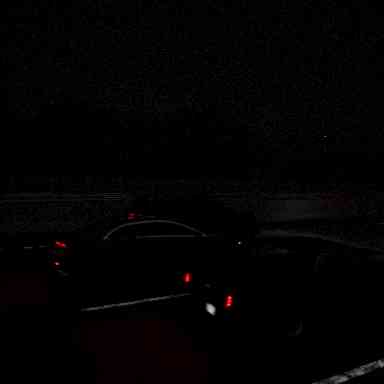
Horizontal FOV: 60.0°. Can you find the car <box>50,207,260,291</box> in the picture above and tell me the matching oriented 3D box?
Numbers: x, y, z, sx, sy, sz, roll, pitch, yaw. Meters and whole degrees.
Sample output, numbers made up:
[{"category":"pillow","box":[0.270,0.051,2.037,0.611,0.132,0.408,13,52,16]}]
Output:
[{"category":"car","box":[-0.924,1.335,8.432,4.902,1.511,2.128,0,1,-27]}]

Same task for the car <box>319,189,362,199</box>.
[{"category":"car","box":[16.569,0.715,36.872,5.566,2.045,2.150,0,1,-26]}]

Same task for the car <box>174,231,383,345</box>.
[{"category":"car","box":[2.267,1.511,6.121,4.718,1.301,1.895,0,1,-27]}]

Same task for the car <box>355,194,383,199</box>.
[{"category":"car","box":[19.548,1.159,34.450,4.718,1.301,1.895,0,1,-26]}]

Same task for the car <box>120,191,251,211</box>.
[{"category":"car","box":[-0.041,0.996,12.783,5.566,2.045,2.150,0,1,-27]}]
